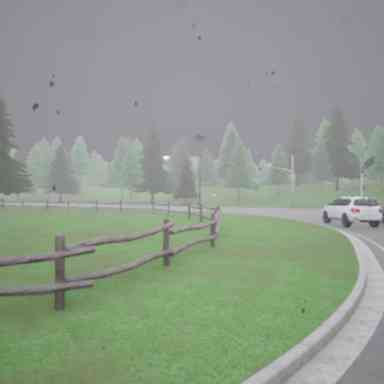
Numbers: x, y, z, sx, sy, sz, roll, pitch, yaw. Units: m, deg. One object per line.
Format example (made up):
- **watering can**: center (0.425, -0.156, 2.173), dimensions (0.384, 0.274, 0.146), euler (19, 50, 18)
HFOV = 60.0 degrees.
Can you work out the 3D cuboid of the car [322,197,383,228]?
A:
- **car**: center (11.255, 1.354, 23.697), dimensions (2.150, 2.045, 5.566), euler (0, 0, 1)
